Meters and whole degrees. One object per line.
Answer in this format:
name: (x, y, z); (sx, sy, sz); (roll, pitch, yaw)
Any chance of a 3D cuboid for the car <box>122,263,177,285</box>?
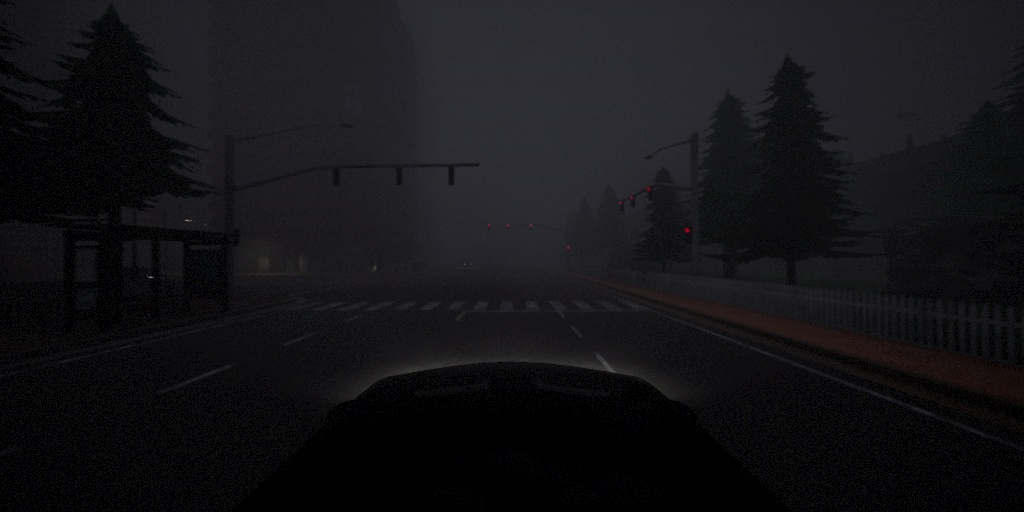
car: (-29.886, 1.568, 28.234); (4.892, 1.490, 1.837); (-1, 0, 0)
